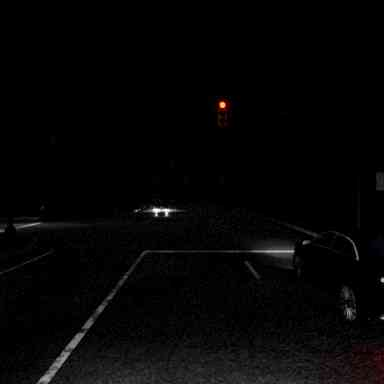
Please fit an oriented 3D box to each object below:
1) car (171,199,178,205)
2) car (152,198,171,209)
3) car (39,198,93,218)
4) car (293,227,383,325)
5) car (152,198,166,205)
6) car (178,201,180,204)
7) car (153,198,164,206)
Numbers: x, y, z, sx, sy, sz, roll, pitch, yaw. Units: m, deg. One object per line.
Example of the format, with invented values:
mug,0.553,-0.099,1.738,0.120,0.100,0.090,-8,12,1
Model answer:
car,-5.182,2.214,74.163,1.994,1.385,4.181,0,-1,-19
car,-4.443,1.739,48.346,1.895,1.301,4.718,0,-1,-5
car,-11.465,1.389,30.443,4.553,1.767,2.097,0,0,-12
car,3.582,1.492,7.038,2.128,1.511,4.902,0,0,1
car,-8.359,2.345,83.112,1.882,1.535,5.008,0,-1,-25
car,-4.732,2.441,83.504,1.895,1.301,4.718,0,-1,-22
car,-6.599,1.993,64.782,1.812,1.442,4.674,0,-1,-11
